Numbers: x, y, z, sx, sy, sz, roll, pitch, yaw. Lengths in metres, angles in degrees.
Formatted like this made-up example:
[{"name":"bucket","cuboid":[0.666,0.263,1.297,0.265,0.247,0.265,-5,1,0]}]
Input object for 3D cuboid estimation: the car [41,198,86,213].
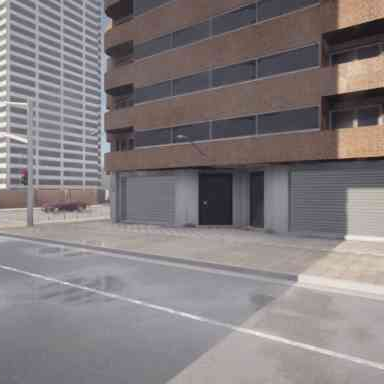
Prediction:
[{"name":"car","cuboid":[-14.151,1.478,36.930,1.882,1.535,5.008,0,0,35]}]
